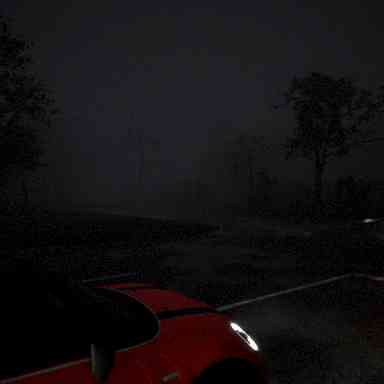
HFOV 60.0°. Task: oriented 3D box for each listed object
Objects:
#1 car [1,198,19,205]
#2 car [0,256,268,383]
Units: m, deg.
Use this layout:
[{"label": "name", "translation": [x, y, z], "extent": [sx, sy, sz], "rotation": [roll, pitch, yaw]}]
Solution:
[{"label": "car", "translation": [-32.246, 1.845, 57.825], "extent": [4.892, 1.490, 1.837], "rotation": [-1, 0, 30]}, {"label": "car", "translation": [-1.491, 1.351, 2.664], "extent": [4.553, 1.767, 2.097], "rotation": [0, 0, -36]}]
